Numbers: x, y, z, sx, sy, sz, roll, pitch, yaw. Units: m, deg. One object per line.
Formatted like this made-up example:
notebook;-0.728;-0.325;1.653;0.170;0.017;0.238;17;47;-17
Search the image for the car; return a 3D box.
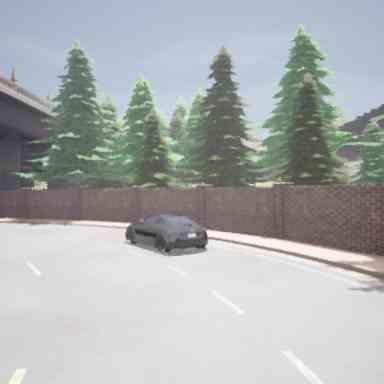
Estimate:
car;-1.174;1.582;13.942;1.994;1.385;4.181;0;0;-36
